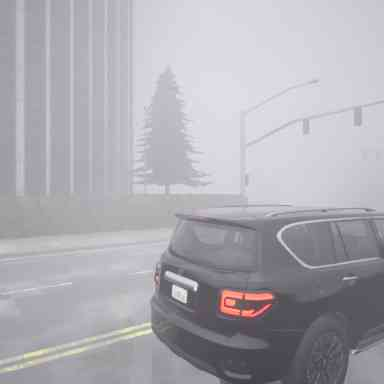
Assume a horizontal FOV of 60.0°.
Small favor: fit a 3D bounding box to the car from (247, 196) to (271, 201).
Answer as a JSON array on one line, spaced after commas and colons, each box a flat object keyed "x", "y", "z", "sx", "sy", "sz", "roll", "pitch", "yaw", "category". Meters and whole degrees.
[{"x": 9.172, "y": 1.564, "z": 42.163, "sx": 1.994, "sy": 1.385, "sz": 4.181, "roll": 0, "pitch": 0, "yaw": -36, "category": "car"}]

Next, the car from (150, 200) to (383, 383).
[{"x": 2.067, "y": 1.221, "z": 5.213, "sx": 5.566, "sy": 2.045, "sz": 2.150, "roll": 0, "pitch": 0, "yaw": -35, "category": "car"}]

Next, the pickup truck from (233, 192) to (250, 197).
[{"x": 10.283, "y": 1.059, "z": 68.812, "sx": 2.390, "sy": 2.098, "sz": 6.274, "roll": 0, "pitch": 0, "yaw": -5, "category": "pickup truck"}]
